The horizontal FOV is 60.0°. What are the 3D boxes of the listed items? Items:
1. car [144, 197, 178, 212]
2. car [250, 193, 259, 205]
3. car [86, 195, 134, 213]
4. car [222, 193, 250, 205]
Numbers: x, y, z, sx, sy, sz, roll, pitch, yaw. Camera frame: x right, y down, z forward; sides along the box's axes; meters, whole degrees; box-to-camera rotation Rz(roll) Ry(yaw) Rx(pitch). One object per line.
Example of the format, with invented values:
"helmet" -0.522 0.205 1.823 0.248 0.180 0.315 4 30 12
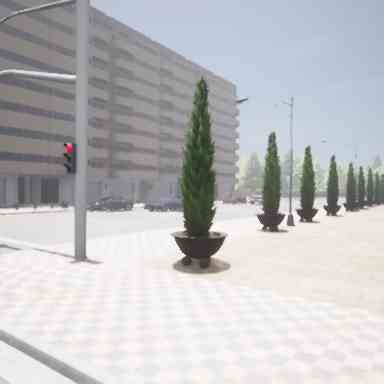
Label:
"car" -2.260 1.179 32.578 2.033 1.411 5.357 1 1 36
"car" 10.707 0.843 50.227 2.150 2.045 5.566 1 0 36
"car" -7.607 1.082 31.163 1.837 1.490 4.892 1 1 36
"car" 6.442 0.933 50.359 2.097 1.767 4.553 1 1 37
